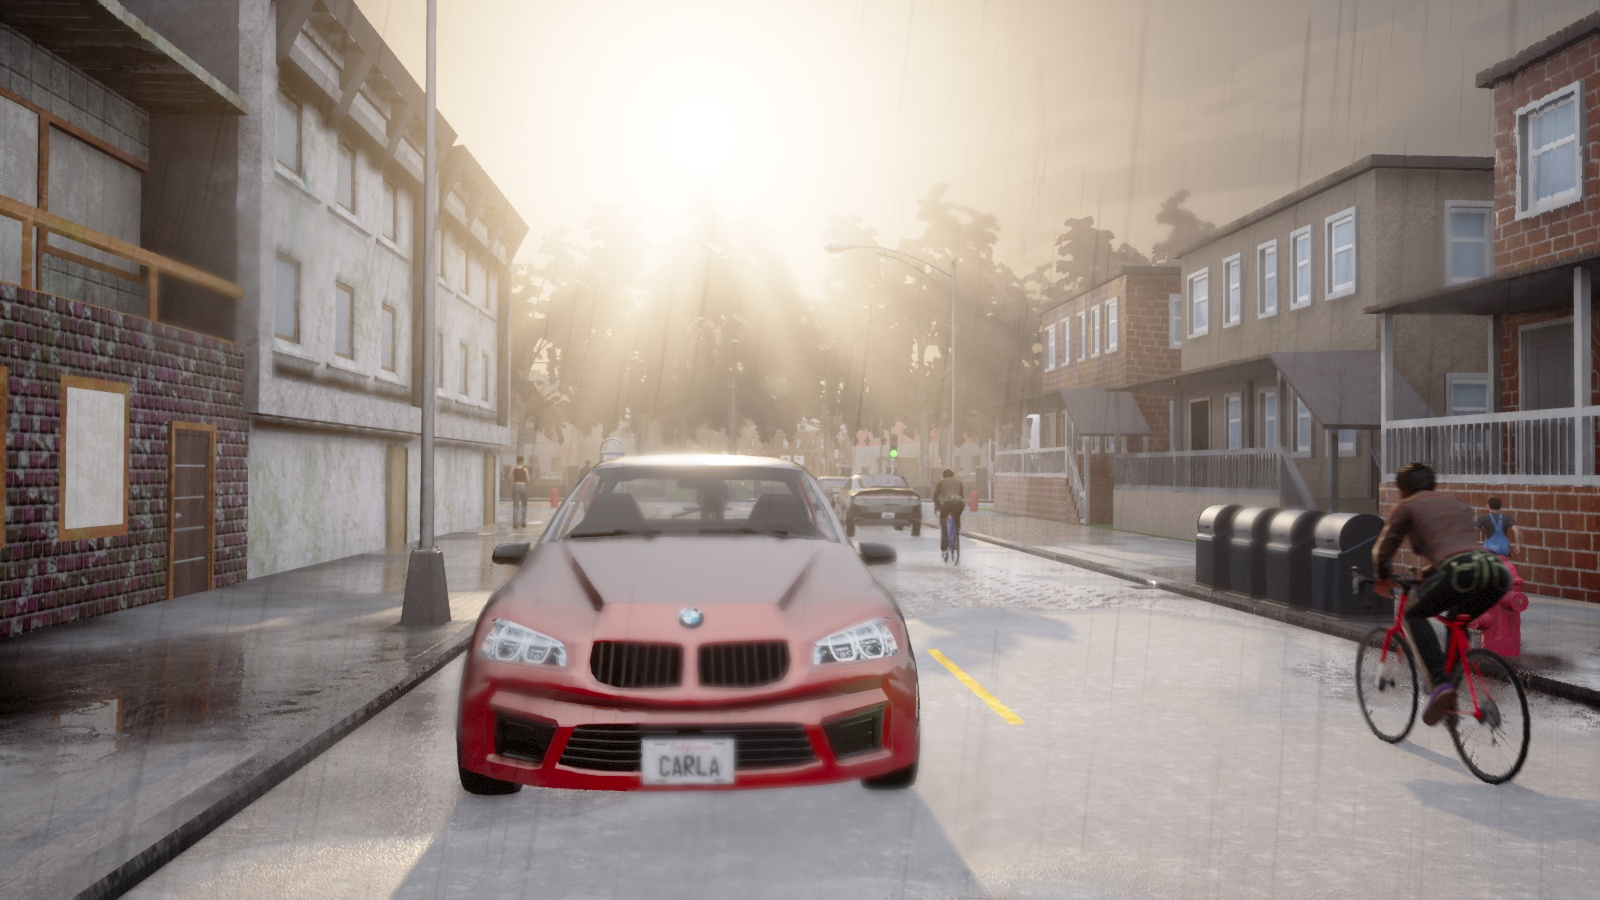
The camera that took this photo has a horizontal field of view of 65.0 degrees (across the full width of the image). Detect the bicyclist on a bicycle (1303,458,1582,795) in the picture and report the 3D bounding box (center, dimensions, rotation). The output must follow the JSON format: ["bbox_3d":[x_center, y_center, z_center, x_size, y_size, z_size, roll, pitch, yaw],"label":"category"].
[{"bbox_3d":[3.442,0.869,6.906,0.582,1.620,1.656,0,-1,-4],"label":"bicyclist on a bicycle"}]

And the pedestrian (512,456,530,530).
[{"bbox_3d":[-7.026,1.082,31.613,0.345,1.836,0.594,0,-1,-2],"label":"pedestrian"}]

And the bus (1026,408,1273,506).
[{"bbox_3d":[15.925,0.345,57.962,10.273,4.253,3.944,-1,-1,0],"label":"bus"}]

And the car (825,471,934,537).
[{"bbox_3d":[1.899,1.293,31.595,2.128,1.511,4.902,0,-1,-4],"label":"car"}]

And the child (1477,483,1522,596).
[{"bbox_3d":[7.958,1.012,14.288,0.270,1.263,0.437,0,-1,3],"label":"child"}]

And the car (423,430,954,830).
[{"bbox_3d":[-0.613,0.789,7.633,2.242,1.667,4.611,0,-1,-4],"label":"car"}]

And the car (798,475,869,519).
[{"bbox_3d":[1.113,1.598,44.188,2.033,1.411,5.357,0,-1,-3],"label":"car"}]

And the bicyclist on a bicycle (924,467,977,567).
[{"bbox_3d":[2.538,1.115,21.347,0.582,1.620,1.656,0,-1,-4],"label":"bicyclist on a bicycle"}]
